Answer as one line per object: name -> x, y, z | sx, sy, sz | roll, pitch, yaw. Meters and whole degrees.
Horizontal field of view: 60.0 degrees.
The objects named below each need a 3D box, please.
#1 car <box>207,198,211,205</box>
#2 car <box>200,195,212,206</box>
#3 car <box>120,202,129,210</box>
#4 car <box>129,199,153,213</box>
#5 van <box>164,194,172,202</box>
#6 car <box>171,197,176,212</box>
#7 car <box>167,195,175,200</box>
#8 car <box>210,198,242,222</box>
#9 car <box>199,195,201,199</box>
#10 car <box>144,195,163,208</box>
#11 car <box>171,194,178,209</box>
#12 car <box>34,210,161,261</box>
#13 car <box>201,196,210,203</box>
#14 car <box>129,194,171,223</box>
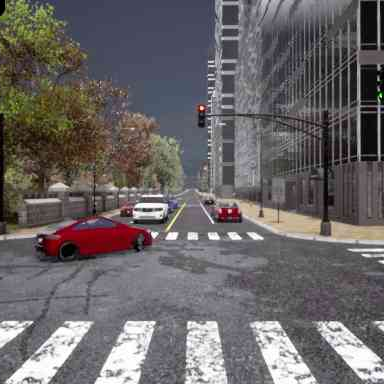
car -> 2.758, 1.565, 31.678 | 1.947, 1.339, 4.313 | 0, 0, 0
car -> 2.807, 1.560, 54.402 | 1.947, 1.339, 4.313 | 0, 0, 0
car -> -5.622, 1.544, 31.693 | 1.887, 1.381, 4.507 | 0, 0, 0
car -> -5.610, 1.550, 37.376 | 2.008, 1.369, 4.403 | 0, 0, 0
van -> -5.523, 1.306, 77.158 | 1.690, 1.788, 3.998 | 0, 0, 0
car -> -3.023, 1.525, 35.631 | 1.812, 1.442, 4.674 | 0, 0, 0
car -> -5.500, 1.523, 88.525 | 1.802, 1.307, 4.206 | 0, 0, 0
car -> 2.747, 1.439, 25.997 | 1.967, 1.590, 4.097 | 0, 0, 0
car -> 2.820, 1.429, 60.083 | 1.967, 1.590, 4.097 | 0, 0, 0
car -> -5.585, 1.312, 48.742 | 2.192, 1.841, 5.009 | 0, 0, 0
car -> -2.992, 1.350, 45.841 | 2.097, 1.767, 4.553 | 0, 0, 0
car -> -3.558, 1.573, 12.401 | 4.181, 1.385, 1.994 | 0, 0, -41
car -> 2.845, 1.500, 71.619 | 1.752, 1.417, 4.829 | 0, 0, 0
car -> -3.049, 1.221, 25.477 | 2.150, 2.045, 5.566 | 0, 0, 0
